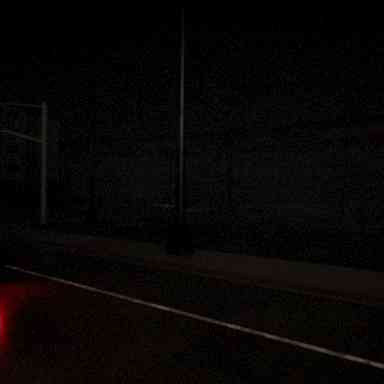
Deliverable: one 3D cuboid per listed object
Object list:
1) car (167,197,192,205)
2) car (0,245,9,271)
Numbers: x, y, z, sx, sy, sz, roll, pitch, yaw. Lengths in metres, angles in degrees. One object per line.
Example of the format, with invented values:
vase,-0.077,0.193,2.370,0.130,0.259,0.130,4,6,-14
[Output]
car,-1.950,1.361,52.863,4.181,1.385,1.994,0,1,-43
car,-6.987,1.595,8.996,4.718,1.301,1.895,0,0,36
